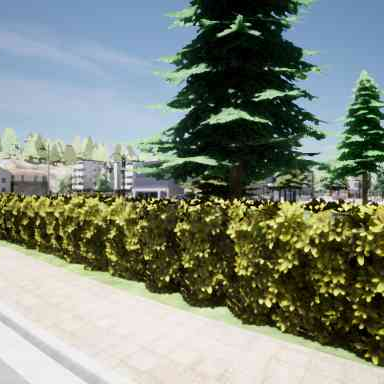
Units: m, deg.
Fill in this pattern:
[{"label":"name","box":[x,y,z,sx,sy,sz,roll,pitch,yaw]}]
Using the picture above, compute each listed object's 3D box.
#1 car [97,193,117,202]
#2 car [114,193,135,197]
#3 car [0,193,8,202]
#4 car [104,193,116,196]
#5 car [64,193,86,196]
[{"label":"car","box":[-18.225,1.077,71.441,1.905,1.878,3.866,0,0,44]},{"label":"car","box":[-10.069,1.384,53.354,1.970,1.475,3.806,0,0,44]},{"label":"car","box":[-41.776,1.097,70.259,1.932,1.855,4.605,0,0,44]},{"label":"car","box":[-15.867,1.097,69.694,1.932,1.855,4.605,0,0,44]},{"label":"car","box":[-27.331,1.153,80.428,2.152,1.636,5.027,0,0,44]}]
